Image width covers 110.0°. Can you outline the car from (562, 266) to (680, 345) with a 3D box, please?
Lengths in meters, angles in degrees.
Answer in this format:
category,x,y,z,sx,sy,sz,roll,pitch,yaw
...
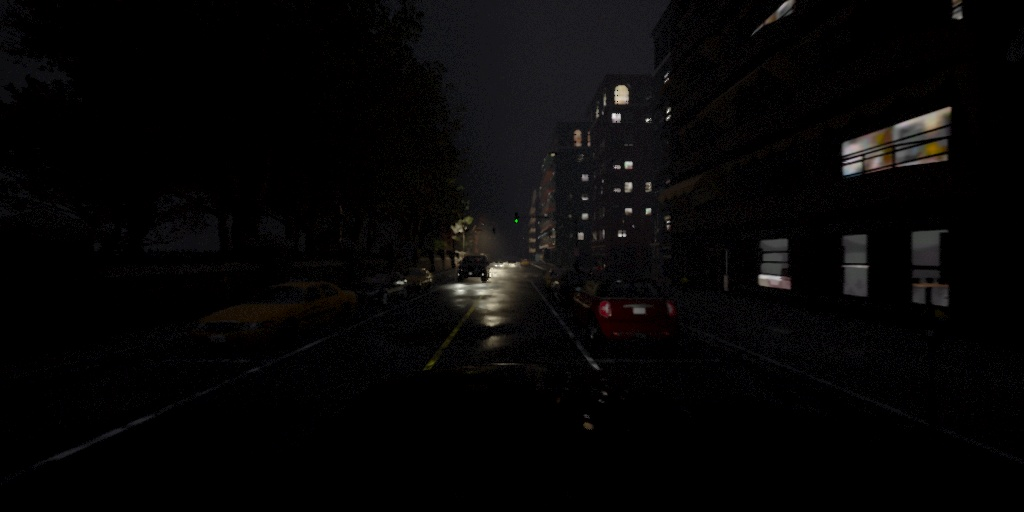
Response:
category,x,y,z,sx,sy,sz,roll,pitch,yaw
car,2.690,1.184,9.517,1.967,1.591,4.097,0,0,0

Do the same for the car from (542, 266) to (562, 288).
category,x,y,z,sx,sy,sz,roll,pitch,yaw
car,2.687,1.264,20.948,1.751,1.417,4.829,0,0,0

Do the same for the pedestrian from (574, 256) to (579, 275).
category,x,y,z,sx,sy,sz,roll,pitch,yaw
pedestrian,6.128,0.879,34.163,0.375,1.860,0.375,0,0,0

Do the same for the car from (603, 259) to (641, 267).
category,x,y,z,sx,sy,sz,roll,pitch,yaw
car,14.588,1.321,47.761,5.009,1.841,2.192,0,0,0

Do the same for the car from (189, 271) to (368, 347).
category,x,y,z,sx,sy,sz,roll,pitch,yaw
car,-5.691,1.269,9.344,1.751,1.417,4.829,0,0,0

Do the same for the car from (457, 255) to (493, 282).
category,x,y,z,sx,sy,sz,roll,pitch,yaw
car,-3.028,0.961,29.120,2.150,2.045,5.566,0,0,1

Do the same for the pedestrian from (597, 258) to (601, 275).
category,x,y,z,sx,sy,sz,roll,pitch,yaw
pedestrian,8.128,1.107,33.565,0.375,1.860,0.375,0,0,0

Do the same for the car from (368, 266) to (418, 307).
category,x,y,z,sx,sy,sz,roll,pitch,yaw
car,-5.691,1.291,15.144,2.007,1.370,4.403,0,0,0

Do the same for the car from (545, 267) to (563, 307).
category,x,y,z,sx,sy,sz,roll,pitch,yaw
car,2.689,1.306,15.147,1.948,1.339,4.313,0,0,0

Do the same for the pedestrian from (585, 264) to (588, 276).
category,x,y,z,sx,sy,sz,roll,pitch,yaw
pedestrian,6.901,0.916,32.964,0.375,1.860,0.375,0,0,0

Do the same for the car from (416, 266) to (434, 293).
category,x,y,z,sx,sy,sz,roll,pitch,yaw
car,-5.693,1.263,20.605,1.751,1.417,4.829,0,0,0
